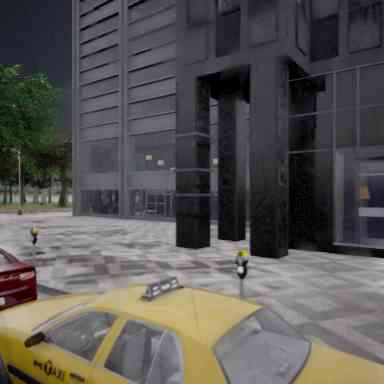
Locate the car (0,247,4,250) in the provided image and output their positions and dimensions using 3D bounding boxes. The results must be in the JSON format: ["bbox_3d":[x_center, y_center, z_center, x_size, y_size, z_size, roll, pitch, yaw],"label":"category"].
[{"bbox_3d":[-4.775,1.556,6.376,4.507,1.381,1.887,0,0,36],"label":"car"}]

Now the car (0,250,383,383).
[{"bbox_3d":[-0.489,1.529,3.313,4.829,1.417,1.752,0,0,36],"label":"car"}]
